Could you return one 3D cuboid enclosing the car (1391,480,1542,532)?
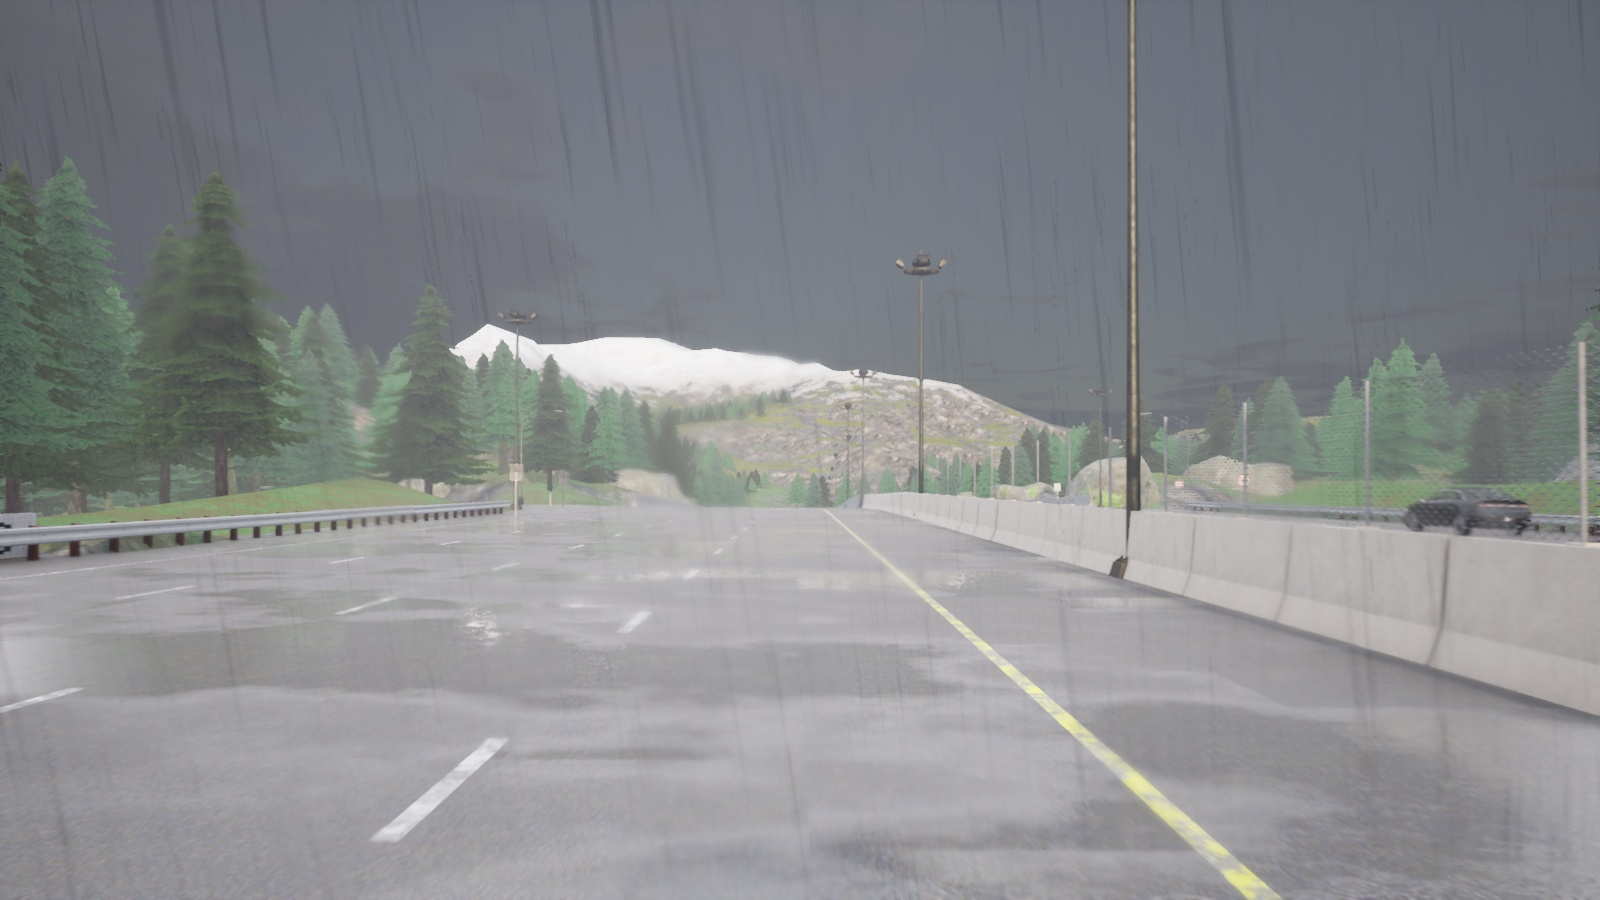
[{"bbox_3d":[20.905,1.731,39.645,2.128,1.511,4.902,0,-2,0],"label":"car"}]
